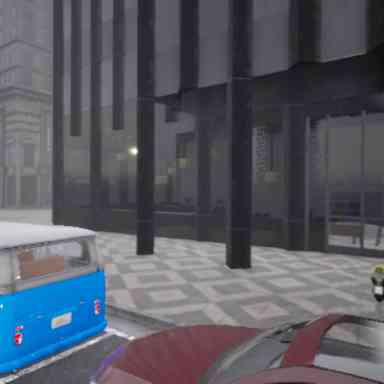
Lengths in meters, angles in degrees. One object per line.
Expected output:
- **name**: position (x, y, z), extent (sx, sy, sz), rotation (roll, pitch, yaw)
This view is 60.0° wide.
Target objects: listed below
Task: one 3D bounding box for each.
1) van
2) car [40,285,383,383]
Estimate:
- **van**: position (-3.128, 1.365, 5.206), extent (3.998, 1.788, 1.690), rotation (0, 1, 36)
- **car**: position (1.013, 1.584, 2.248), extent (4.206, 1.307, 1.802), rotation (0, 1, 36)
